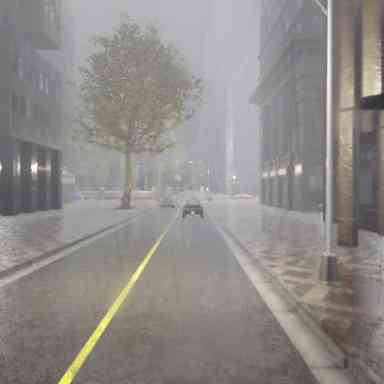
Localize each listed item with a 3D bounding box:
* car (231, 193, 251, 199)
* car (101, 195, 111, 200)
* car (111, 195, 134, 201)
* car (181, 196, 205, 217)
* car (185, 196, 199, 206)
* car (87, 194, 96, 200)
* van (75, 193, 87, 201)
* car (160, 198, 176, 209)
[{"bbox_3d":[11.936,0.981,81.835,4.829,1.417,1.752,-1,1,0],"label":"car"},{"bbox_3d":[-20.410,1.277,82.034,4.206,1.307,1.802,0,1,0],"label":"car"},{"bbox_3d":[-14.926,1.329,73.475,4.403,1.369,2.008,0,1,0],"label":"car"},{"bbox_3d":[0.088,1.469,30.413,1.837,1.490,4.892,0,1,0],"label":"car"},{"bbox_3d":[0.002,1.398,51.916,2.033,1.411,5.357,0,0,0],"label":"car"},{"bbox_3d":[-25.936,1.273,82.068,4.403,1.369,2.008,0,1,0],"label":"car"},{"bbox_3d":[-25.977,1.178,73.538,3.998,1.788,1.690,0,1,0],"label":"van"},{"bbox_3d":[-3.074,1.451,43.096,2.033,1.411,5.357,0,0,0],"label":"car"}]
